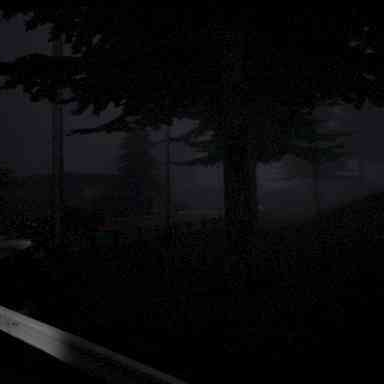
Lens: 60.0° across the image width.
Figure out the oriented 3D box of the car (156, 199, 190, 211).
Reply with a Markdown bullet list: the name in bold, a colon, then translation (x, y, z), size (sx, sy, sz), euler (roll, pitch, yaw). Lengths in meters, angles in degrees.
- **car**: translation (-2.445, 1.635, 42.417), size (5.008, 1.535, 1.882), euler (-1, -1, 40)

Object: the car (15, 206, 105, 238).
- **car**: translation (-7.229, 1.563, 18.681), size (1.882, 1.535, 5.008), euler (0, 0, 36)
